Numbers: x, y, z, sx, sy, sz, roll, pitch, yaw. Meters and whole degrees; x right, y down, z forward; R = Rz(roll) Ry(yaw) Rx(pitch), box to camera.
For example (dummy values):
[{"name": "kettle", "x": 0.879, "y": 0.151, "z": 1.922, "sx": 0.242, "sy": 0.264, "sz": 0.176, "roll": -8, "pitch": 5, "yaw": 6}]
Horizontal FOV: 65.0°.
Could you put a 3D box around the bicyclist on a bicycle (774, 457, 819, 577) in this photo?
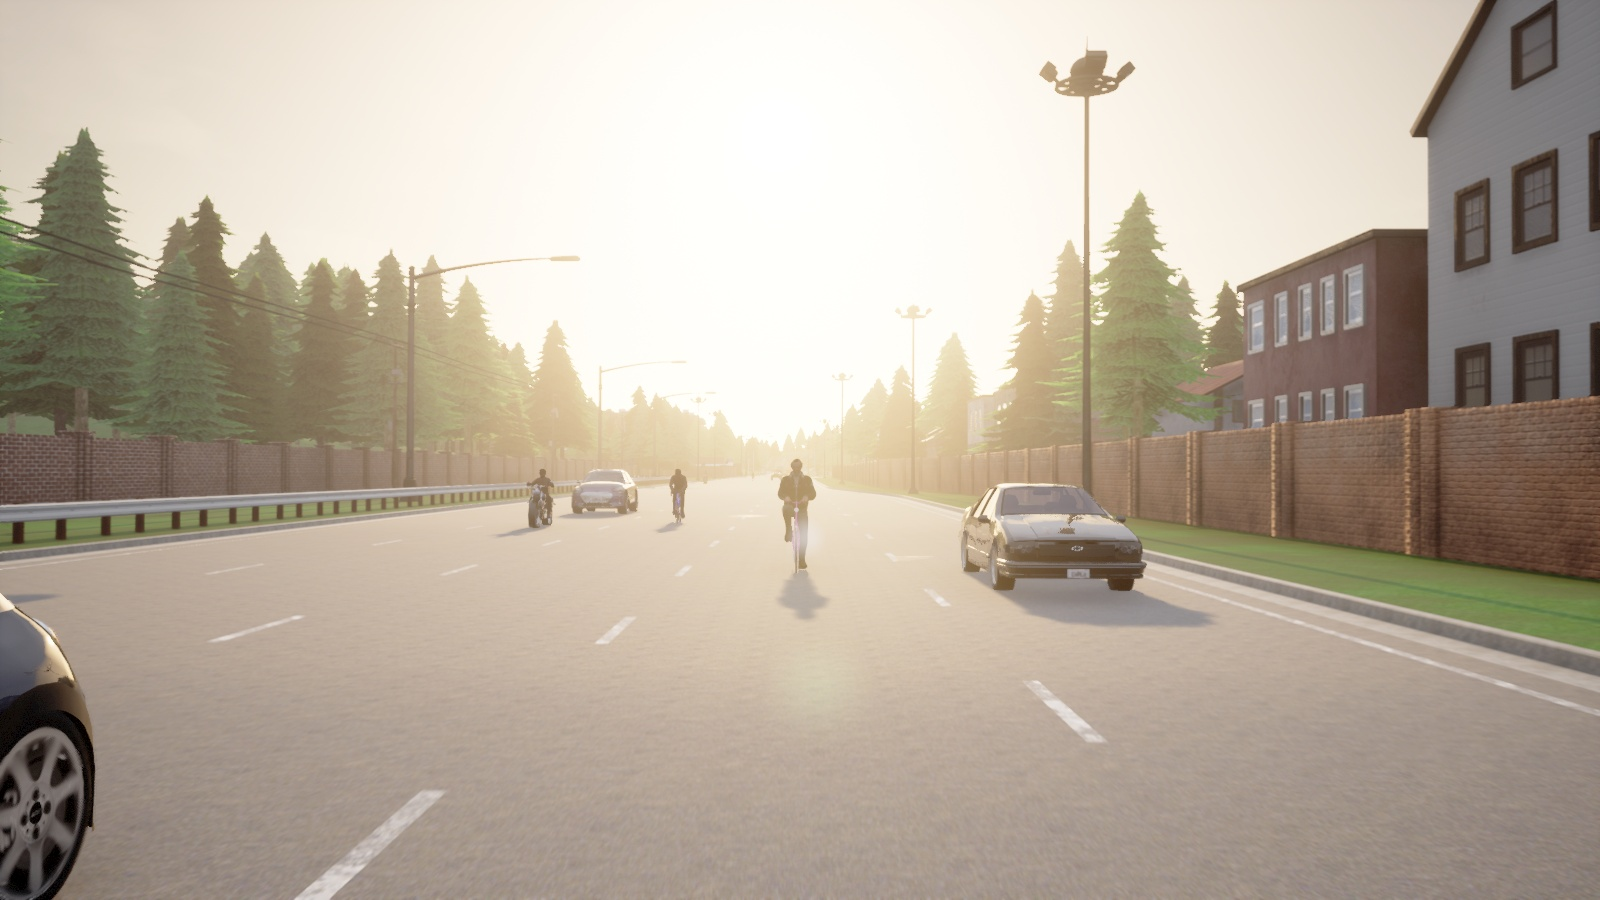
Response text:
[{"name": "bicyclist on a bicycle", "x": -0.048, "y": 1.012, "z": 19.511, "sx": 0.659, "sy": 1.776, "sz": 1.843, "roll": 0, "pitch": -1, "yaw": 0}]

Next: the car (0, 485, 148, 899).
[{"name": "car", "x": -3.508, "y": 0.844, "z": 2.952, "sx": 1.970, "sy": 1.475, "sz": 3.806, "roll": 0, "pitch": -1, "yaw": 0}]

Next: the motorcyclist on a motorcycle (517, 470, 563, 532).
[{"name": "motorcyclist on a motorcycle", "x": -7.084, "y": 1.369, "z": 34.358, "sx": 0.766, "sy": 1.649, "sz": 2.350, "roll": 0, "pitch": -1, "yaw": 0}]

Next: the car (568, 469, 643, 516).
[{"name": "car", "x": -7.116, "y": 1.551, "z": 46.348, "sx": 2.033, "sy": 1.649, "sz": 4.856, "roll": 0, "pitch": -1, "yaw": 0}]

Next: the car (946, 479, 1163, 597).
[{"name": "car", "x": 3.454, "y": 1.153, "z": 18.192, "sx": 2.033, "sy": 1.411, "sz": 5.357, "roll": 0, "pitch": -1, "yaw": 0}]

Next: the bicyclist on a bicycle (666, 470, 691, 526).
[{"name": "bicyclist on a bicycle", "x": -3.590, "y": 1.406, "z": 37.286, "sx": 0.582, "sy": 1.620, "sz": 1.656, "roll": 0, "pitch": -1, "yaw": 0}]
